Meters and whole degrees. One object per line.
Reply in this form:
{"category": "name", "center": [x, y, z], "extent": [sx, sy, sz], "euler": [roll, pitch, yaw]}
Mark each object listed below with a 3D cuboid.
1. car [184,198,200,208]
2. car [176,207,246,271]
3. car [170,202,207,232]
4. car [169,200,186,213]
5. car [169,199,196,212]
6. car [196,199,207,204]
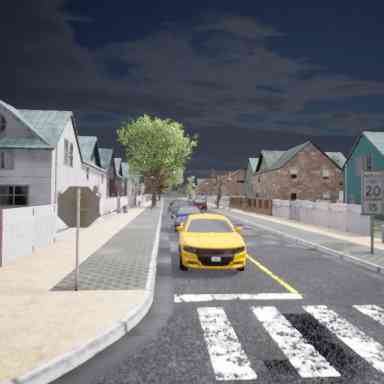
{"category": "car", "center": [-0.076, 1.756, 53.362], "extent": [2.033, 1.411, 5.357], "euler": [1, 0, -5]}
{"category": "car", "center": [0.521, 1.510, 11.262], "extent": [1.882, 1.535, 5.008], "euler": [1, 0, -3]}
{"category": "car", "center": [-0.203, 1.586, 20.585], "extent": [1.812, 1.442, 4.674], "euler": [1, 0, -5]}
{"category": "car", "center": [-1.818, 1.689, 40.473], "extent": [1.994, 1.385, 4.181], "euler": [1, 0, -4]}
{"category": "car", "center": [-0.989, 1.594, 30.150], "extent": [1.837, 1.490, 4.892], "euler": [1, 0, -5]}
{"category": "car", "center": [0.836, 1.650, 43.043], "extent": [1.882, 1.535, 5.008], "euler": [1, 0, -4]}
